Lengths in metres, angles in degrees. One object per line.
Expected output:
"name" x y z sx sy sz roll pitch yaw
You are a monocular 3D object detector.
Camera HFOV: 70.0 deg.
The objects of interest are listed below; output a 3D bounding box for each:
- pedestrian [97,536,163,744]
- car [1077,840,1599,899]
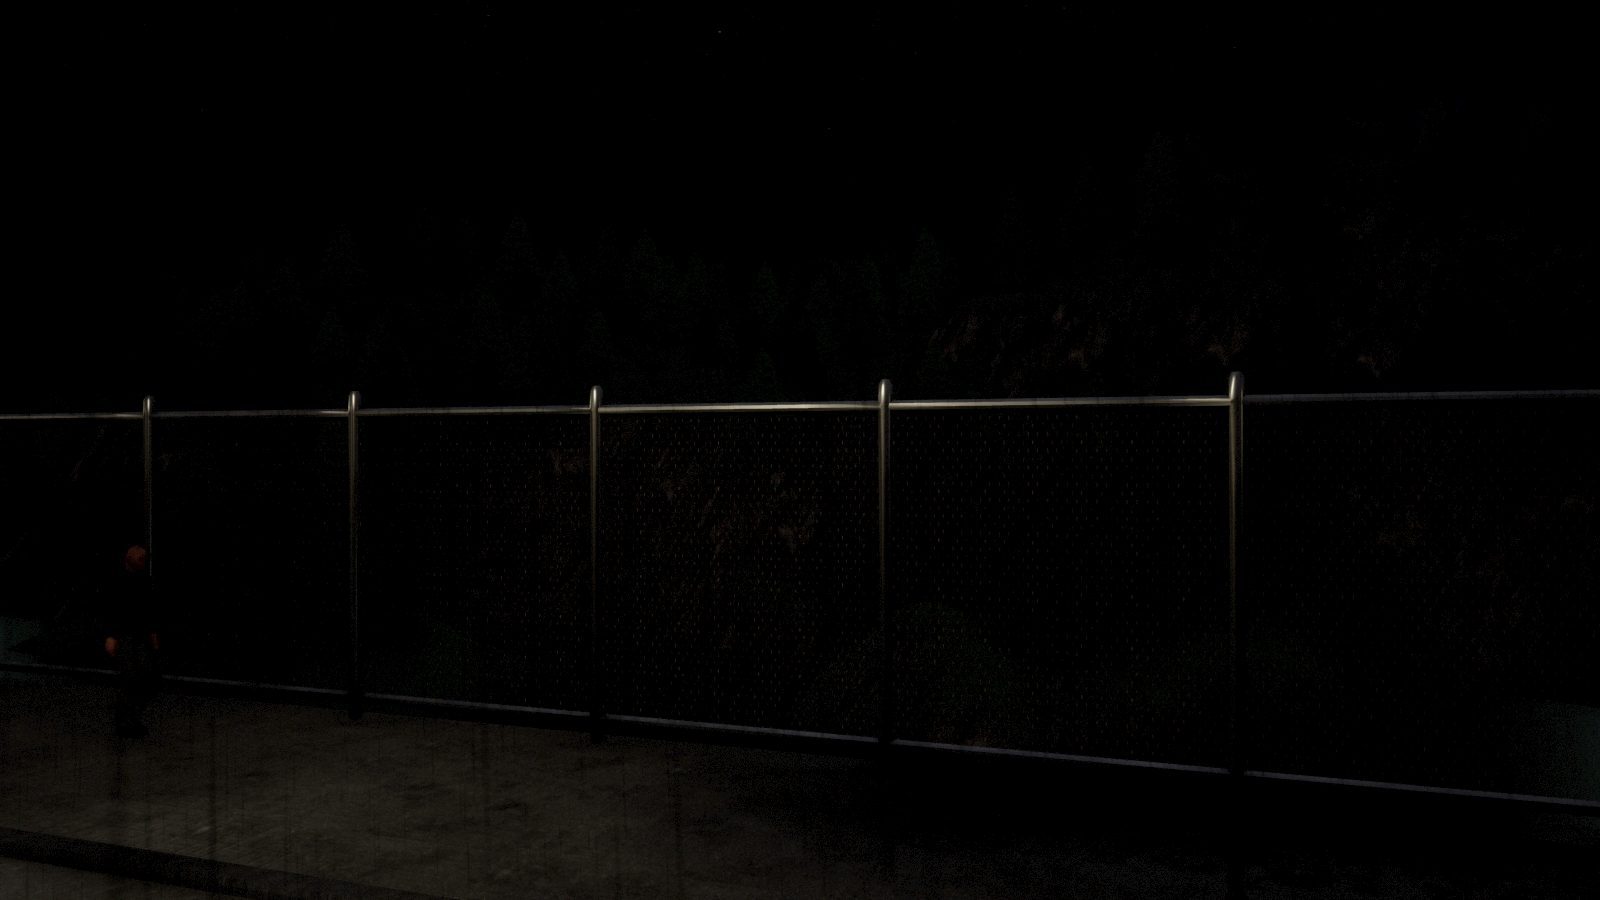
"pedestrian" -6.232 1.748 10.636 0.375 1.860 0.375 0 0 11
"car" 3.034 2.155 2.713 4.718 1.301 1.895 0 0 20
